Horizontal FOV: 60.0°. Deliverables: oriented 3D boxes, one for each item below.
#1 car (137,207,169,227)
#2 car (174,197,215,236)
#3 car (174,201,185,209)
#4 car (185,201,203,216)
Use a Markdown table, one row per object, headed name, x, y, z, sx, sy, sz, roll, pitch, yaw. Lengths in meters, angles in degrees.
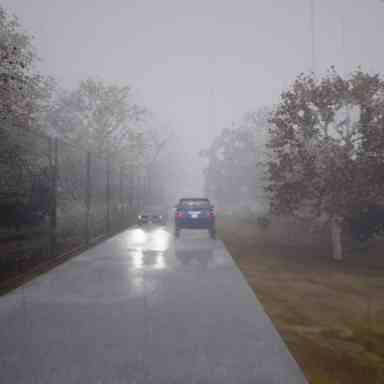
| name | x | y | z | sx | sy | sz | roll | pitch | yaw |
| --- | --- | --- | --- | --- | --- | --- | --- | --- | --- |
| car | -2.796 | 1.760 | 24.453 | 1.895 | 1.301 | 4.718 | 0 | -1 | 0 |
| car | 0.150 | 1.323 | 19.380 | 2.150 | 2.045 | 5.566 | 0 | -1 | 1 |
| car | -2.439 | 2.479 | 64.876 | 1.994 | 1.385 | 4.181 | 0 | -1 | 1 |
| car | 0.221 | 1.857 | 38.110 | 1.882 | 1.535 | 5.008 | 0 | -1 | 0 |
